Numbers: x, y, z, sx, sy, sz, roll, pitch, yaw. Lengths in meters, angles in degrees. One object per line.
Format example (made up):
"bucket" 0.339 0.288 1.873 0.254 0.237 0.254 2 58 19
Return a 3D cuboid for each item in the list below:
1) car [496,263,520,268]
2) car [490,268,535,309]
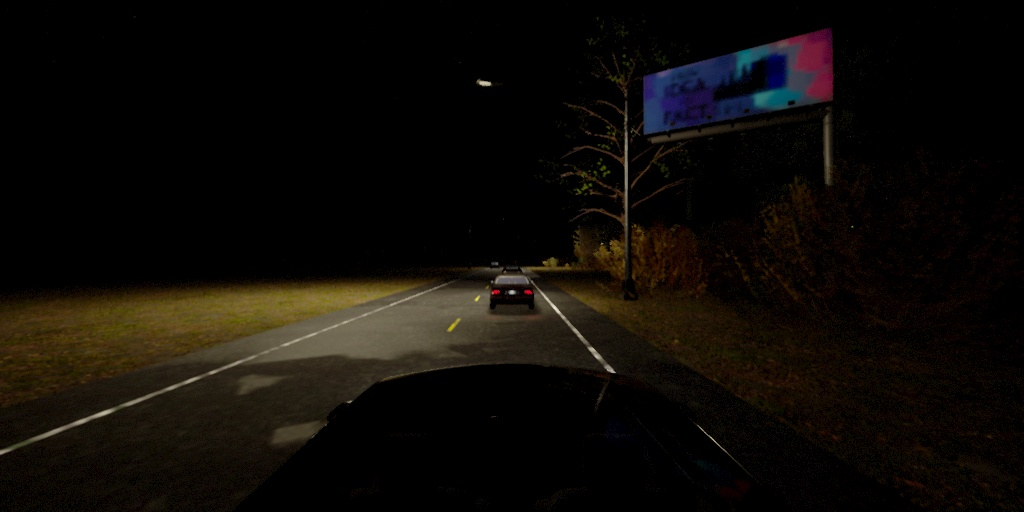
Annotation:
"car" 0.009 1.516 31.142 2.128 1.511 4.902 0 0 0
"car" 0.004 1.429 15.839 2.033 1.411 5.357 0 -1 0
